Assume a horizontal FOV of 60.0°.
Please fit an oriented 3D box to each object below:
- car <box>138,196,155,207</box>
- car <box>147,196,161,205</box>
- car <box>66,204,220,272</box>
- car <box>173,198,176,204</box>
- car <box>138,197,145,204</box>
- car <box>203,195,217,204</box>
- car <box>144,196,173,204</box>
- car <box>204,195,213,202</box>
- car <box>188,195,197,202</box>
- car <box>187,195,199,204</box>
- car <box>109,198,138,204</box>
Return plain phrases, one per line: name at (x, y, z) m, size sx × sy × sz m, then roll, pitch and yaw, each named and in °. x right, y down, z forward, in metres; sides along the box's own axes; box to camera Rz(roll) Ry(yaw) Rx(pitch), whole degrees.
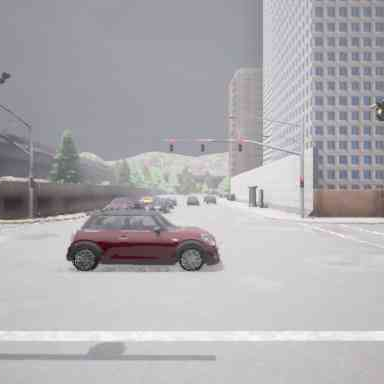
car at (-7.017, 1.494, 51.370) m, size 1.882 × 1.535 × 5.008 m, roll 0°, pitch 0°, yaw 0°
car at (-6.979, 1.497, 61.443) m, size 1.882 × 1.535 × 5.008 m, roll 0°, pitch 0°, yaw 1°
car at (-1.416, 1.386, 10.441) m, size 4.553 × 1.767 × 2.097 m, roll 0°, pitch 0°, yaw 0°
car at (-3.536, 1.578, 45.372) m, size 1.994 × 1.385 × 4.181 m, roll 0°, pitch 0°, yaw -1°
car at (-7.035, 1.614, 41.854) m, size 1.895 × 1.301 × 4.718 m, roll 0°, pitch 0°, yaw 0°
car at (3.688, 1.525, 64.114) m, size 1.837 × 1.490 × 4.892 m, roll 0°, pitch 0°, yaw 0°
car at (-3.538, 1.503, 36.453) m, size 2.128 × 1.511 × 4.902 m, roll 0°, pitch 0°, yaw 0°
car at (3.603, 1.524, 74.511) m, size 1.837 × 1.490 × 4.892 m, roll 0°, pitch 0°, yaw 0°
car at (0.106, 1.501, 74.639) m, size 1.882 × 1.535 × 5.008 m, roll 0°, pitch 0°, yaw 0°
car at (0.178, 1.582, 57.111) m, size 1.994 × 1.385 × 4.181 m, roll 0°, pitch 0°, yaw 0°
car at (-7.048, 1.362, 32.869) m, size 2.097 × 1.767 × 4.553 m, roll 0°, pitch 0°, yaw 0°
